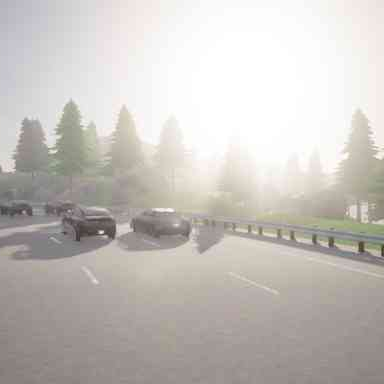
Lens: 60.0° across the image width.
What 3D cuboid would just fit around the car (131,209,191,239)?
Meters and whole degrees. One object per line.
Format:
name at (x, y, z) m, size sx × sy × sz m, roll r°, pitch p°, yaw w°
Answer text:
car at (-1.750, 1.564, 17.650) m, size 1.994 × 1.385 × 4.181 m, roll 0°, pitch 0°, yaw -30°

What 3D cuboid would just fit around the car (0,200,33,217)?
car at (-16.451, 1.504, 31.041) m, size 1.837 × 1.490 × 4.892 m, roll 0°, pitch 0°, yaw -44°

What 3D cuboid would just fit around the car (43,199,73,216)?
car at (-12.870, 1.503, 32.359) m, size 1.837 × 1.490 × 4.892 m, roll 0°, pitch 0°, yaw -42°

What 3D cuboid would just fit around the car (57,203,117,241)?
car at (-5.278, 1.505, 16.756) m, size 1.837 × 1.490 × 4.892 m, roll 0°, pitch 0°, yaw -31°
